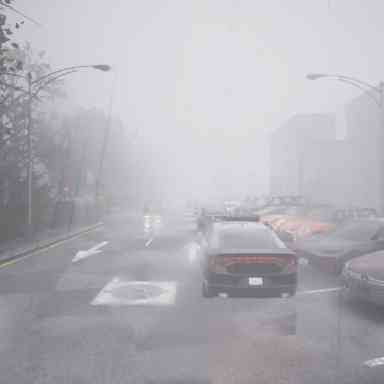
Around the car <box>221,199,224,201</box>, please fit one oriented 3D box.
[{"bbox_3d":[5.189,1.503,24.781,5.366,1.575,1.946,1,0,-20],"label":"car"}]

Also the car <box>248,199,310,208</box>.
[{"bbox_3d":[5.364,1.369,15.849,4.553,1.767,2.185,1,0,-20],"label":"car"}]

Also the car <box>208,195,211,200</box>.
[{"bbox_3d":[5.434,1.583,48.875,5.008,1.535,2.097,1,-1,-20],"label":"car"}]

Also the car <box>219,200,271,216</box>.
[{"bbox_3d":[5.372,1.560,33.840,4.792,1.488,2.163,1,0,-20],"label":"car"}]

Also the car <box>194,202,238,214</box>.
[{"bbox_3d":[1.189,1.518,18.559,1.837,1.490,4.892,0,0,0],"label":"car"}]

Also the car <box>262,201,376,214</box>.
[{"bbox_3d":[5.355,1.366,12.848,4.553,1.767,2.185,1,0,-20],"label":"car"}]

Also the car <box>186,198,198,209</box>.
[{"bbox_3d":[0.084,1.579,46.164,2.128,1.511,4.902,0,0,0],"label":"car"}]

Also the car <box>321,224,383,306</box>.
[{"bbox_3d":[5.311,1.527,6.836,4.674,1.452,2.002,1,0,-20],"label":"car"}]

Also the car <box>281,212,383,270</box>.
[{"bbox_3d":[5.287,1.517,9.827,4.792,1.488,2.163,1,0,-20],"label":"car"}]

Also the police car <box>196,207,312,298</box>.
[{"bbox_3d":[1.167,1.427,8.668,1.930,1.638,5.238,0,0,0],"label":"police car"}]

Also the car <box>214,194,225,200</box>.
[{"bbox_3d":[5.363,1.270,30.840,5.566,2.045,2.435,1,0,-20],"label":"car"}]

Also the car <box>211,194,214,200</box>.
[{"bbox_3d":[5.470,1.446,45.872,4.553,1.767,2.185,1,0,-20],"label":"car"}]

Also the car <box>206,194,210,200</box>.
[{"bbox_3d":[5.275,1.612,57.819,5.366,1.575,1.946,1,0,-20],"label":"car"}]

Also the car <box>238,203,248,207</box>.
[{"bbox_3d":[5.338,1.538,18.845,4.674,1.452,2.002,1,0,-20],"label":"car"}]

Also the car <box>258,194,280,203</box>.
[{"bbox_3d":[18.449,1.462,79.894,2.435,2.045,5.566,0,0,-21],"label":"car"}]

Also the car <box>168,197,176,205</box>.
[{"bbox_3d":[-3.951,1.648,60.310,1.837,1.490,4.892,0,-1,0],"label":"car"}]

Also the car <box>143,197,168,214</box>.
[{"bbox_3d":[-4.044,1.541,35.388,2.128,1.511,4.902,0,0,0],"label":"car"}]

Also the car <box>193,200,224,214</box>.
[{"bbox_3d":[1.207,1.548,24.558,1.812,1.442,4.674,0,0,0],"label":"car"}]

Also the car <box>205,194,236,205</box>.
[{"bbox_3d":[5.469,1.391,63.913,5.566,2.045,2.435,1,0,-20],"label":"car"}]

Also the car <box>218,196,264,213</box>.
[{"bbox_3d":[5.377,1.413,36.854,4.553,1.767,2.185,1,0,-20],"label":"car"}]

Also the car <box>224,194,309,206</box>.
[{"bbox_3d":[5.342,1.251,21.824,5.566,2.045,2.435,1,0,-20],"label":"car"}]

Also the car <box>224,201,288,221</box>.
[{"bbox_3d":[5.346,1.544,27.838,4.792,1.488,2.163,1,0,-20],"label":"car"}]
